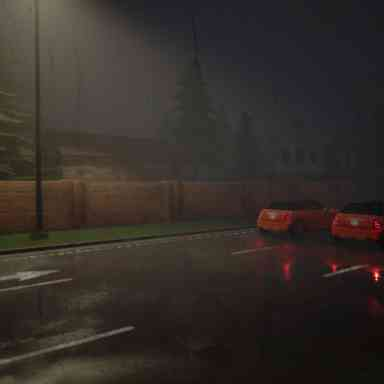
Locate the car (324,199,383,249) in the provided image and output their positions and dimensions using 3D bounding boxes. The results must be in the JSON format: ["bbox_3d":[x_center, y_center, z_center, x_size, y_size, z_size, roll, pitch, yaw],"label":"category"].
[{"bbox_3d":[7.685,1.111,13.382,4.553,1.767,2.097,-1,1,-35],"label":"car"}]

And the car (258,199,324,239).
[{"bbox_3d":[5.335,1.090,16.011,4.553,1.767,2.097,-1,1,-35],"label":"car"}]
